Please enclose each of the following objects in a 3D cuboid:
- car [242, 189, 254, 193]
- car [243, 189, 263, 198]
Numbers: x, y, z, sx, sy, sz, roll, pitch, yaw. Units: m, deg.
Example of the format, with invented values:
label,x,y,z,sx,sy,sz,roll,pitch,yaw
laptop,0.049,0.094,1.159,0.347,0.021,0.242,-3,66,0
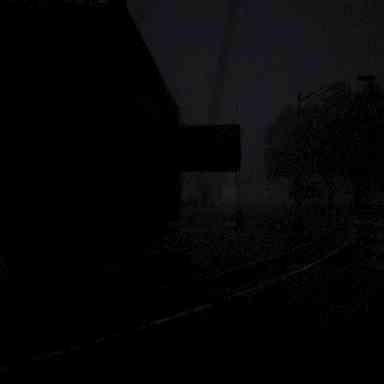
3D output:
label,x,y,z,sx,sy,sz,roll,pitch,yaw
car,17.348,0.633,93.376,4.792,1.488,2.163,-2,4,-16
car,17.113,0.848,90.431,4.674,1.452,2.002,-2,4,-16
